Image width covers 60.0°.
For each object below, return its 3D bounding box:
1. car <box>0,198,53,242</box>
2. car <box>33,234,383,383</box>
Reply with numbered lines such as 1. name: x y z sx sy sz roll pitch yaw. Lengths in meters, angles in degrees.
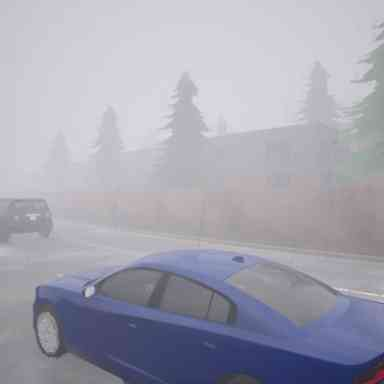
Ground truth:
1. car: -9.116 1.310 17.223 2.150 2.045 5.566 0 0 -43
2. car: -0.127 1.501 4.291 5.008 1.535 1.882 0 0 37
